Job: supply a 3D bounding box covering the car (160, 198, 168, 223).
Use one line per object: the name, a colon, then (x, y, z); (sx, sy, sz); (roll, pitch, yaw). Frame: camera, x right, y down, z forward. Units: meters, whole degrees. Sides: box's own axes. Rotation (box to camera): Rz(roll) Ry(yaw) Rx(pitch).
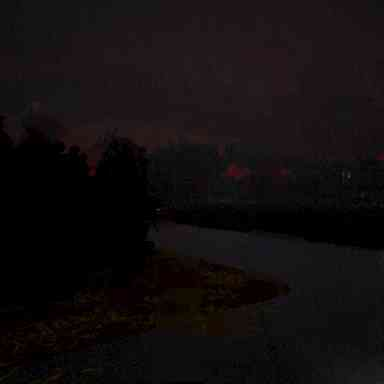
car: (-4.103, 1.482, 26.746); (2.150, 2.045, 5.566); (0, -1, -38)
